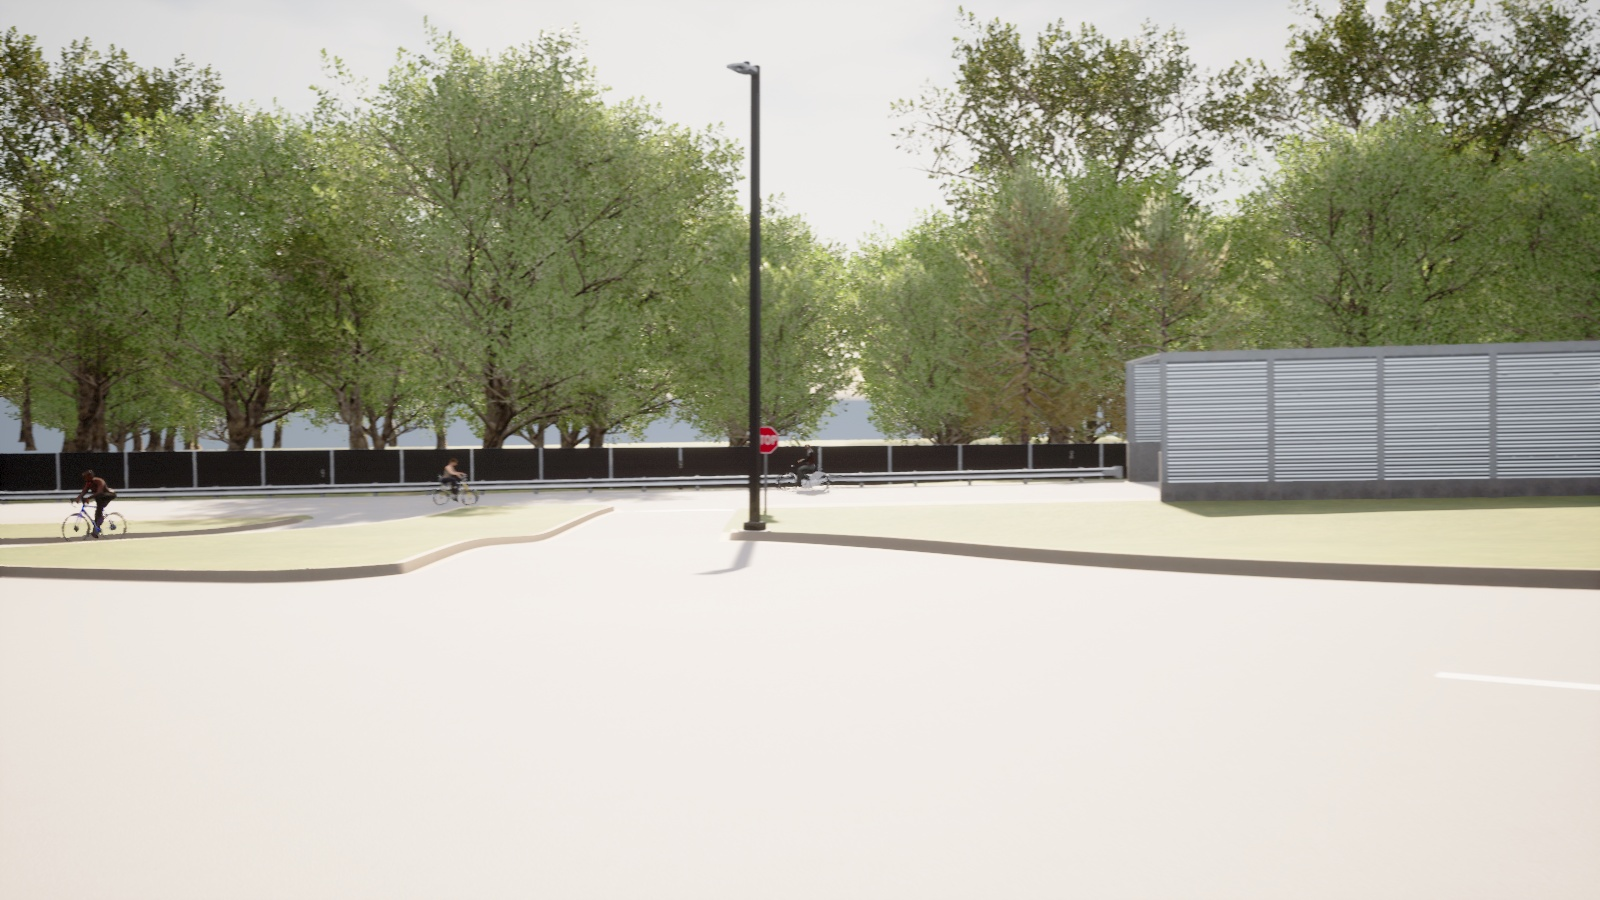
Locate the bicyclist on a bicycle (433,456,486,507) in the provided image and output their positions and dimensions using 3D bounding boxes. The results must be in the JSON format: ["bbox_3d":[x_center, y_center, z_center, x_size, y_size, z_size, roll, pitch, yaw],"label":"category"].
[{"bbox_3d":[-11.296,1.046,41.724,1.509,1.612,0.866,1,1,2],"label":"bicyclist on a bicycle"}]

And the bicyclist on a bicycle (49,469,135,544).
[{"bbox_3d":[-15.661,1.244,27.824,0.582,1.620,1.656,-2,-2,20],"label":"bicyclist on a bicycle"}]

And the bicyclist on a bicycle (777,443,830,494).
[{"bbox_3d":[0.128,0.652,44.871,1.843,1.776,0.659,-1,2,2],"label":"bicyclist on a bicycle"}]
